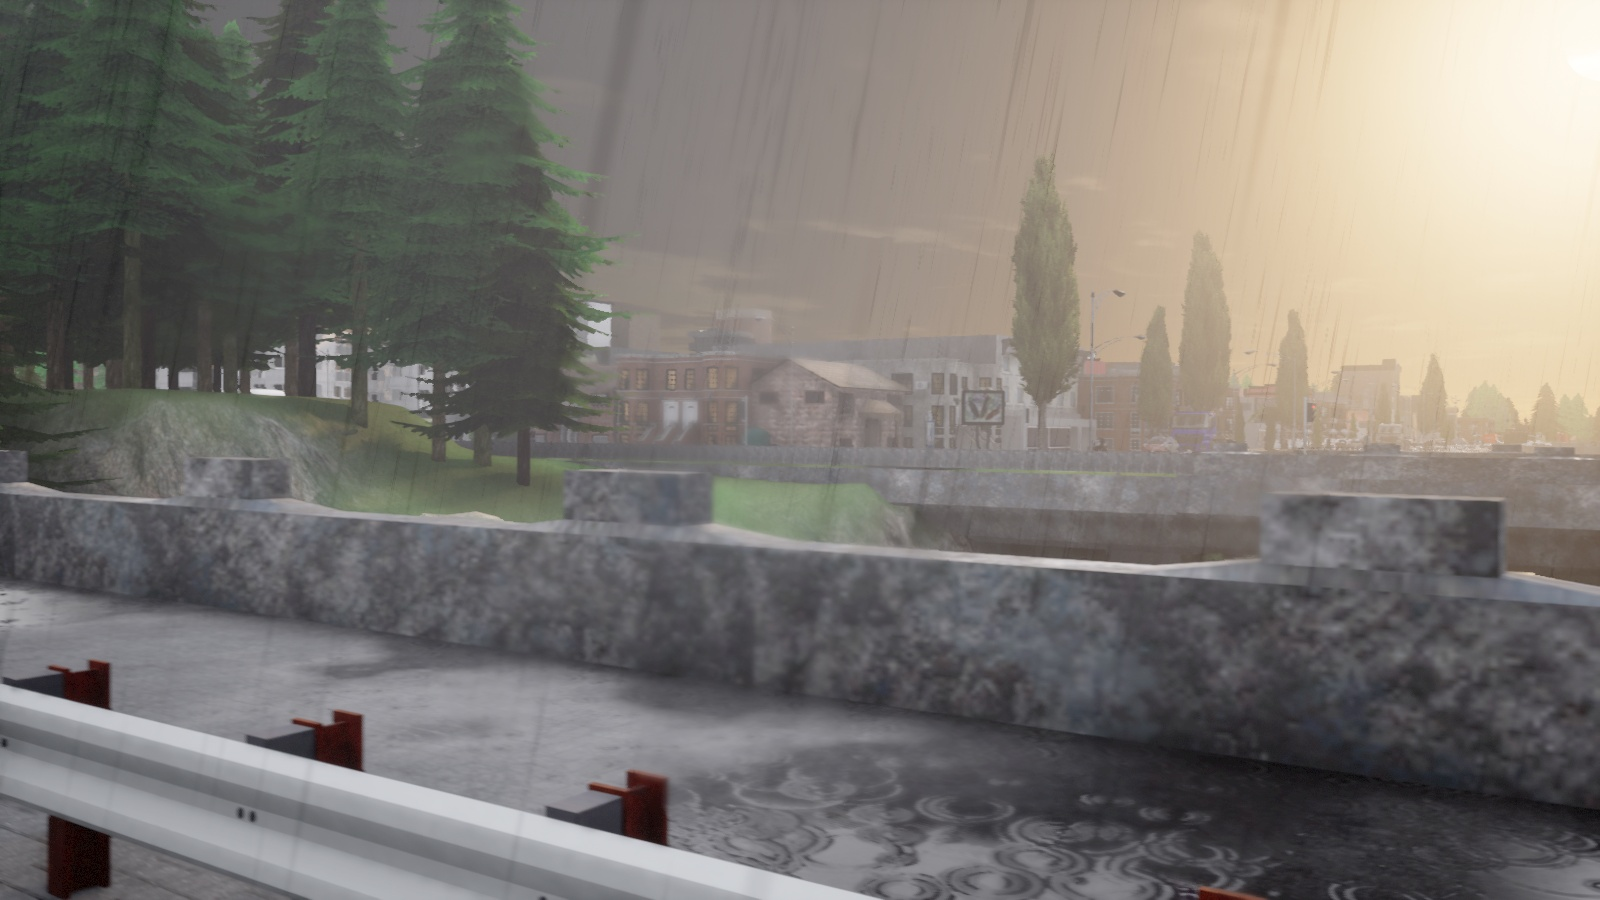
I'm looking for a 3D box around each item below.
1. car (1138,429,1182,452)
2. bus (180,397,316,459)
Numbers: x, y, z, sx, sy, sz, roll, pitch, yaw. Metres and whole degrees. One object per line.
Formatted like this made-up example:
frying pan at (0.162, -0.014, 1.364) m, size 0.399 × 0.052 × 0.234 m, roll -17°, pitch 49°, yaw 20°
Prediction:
car at (24.666, -0.650, 85.910) m, size 1.845 × 1.501 × 3.633 m, roll 0°, pitch 1°, yaw 34°
bus at (-39.700, -1.515, 90.115) m, size 10.273 × 4.253 × 3.944 m, roll 0°, pitch 1°, yaw 34°
